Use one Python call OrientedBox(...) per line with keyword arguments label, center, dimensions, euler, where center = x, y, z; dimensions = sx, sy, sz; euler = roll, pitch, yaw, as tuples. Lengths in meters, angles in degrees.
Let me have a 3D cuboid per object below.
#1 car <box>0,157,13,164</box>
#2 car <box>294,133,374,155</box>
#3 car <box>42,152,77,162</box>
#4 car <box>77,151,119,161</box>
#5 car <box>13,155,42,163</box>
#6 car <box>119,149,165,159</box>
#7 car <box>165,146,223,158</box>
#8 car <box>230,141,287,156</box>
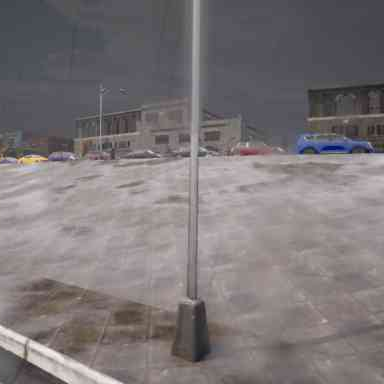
OrientedBox(label="car", center=(-23.767, -3.830, 43.443), dimensions=(4.674, 1.452, 2.002), euler=(1, 1, 33))
OrientedBox(label="car", center=(10.644, -3.342, 25.192), dimensions=(5.566, 2.045, 2.435), euler=(2, 1, 24))
OrientedBox(label="car", center=(-14.277, -3.792, 37.737), dimensions=(4.553, 1.767, 2.185), euler=(1, 1, 30))
OrientedBox(label="car", center=(-9.273, -3.532, 34.957), dimensions=(4.792, 1.488, 2.163), euler=(1, 1, 29))
OrientedBox(label="car", center=(-19.043, -3.768, 40.533), dimensions=(5.008, 1.535, 2.097), euler=(1, 1, 32))
OrientedBox(label="car", center=(-4.399, -3.420, 32.370), dimensions=(4.674, 1.452, 2.002), euler=(1, 1, 28))
OrientedBox(label="car", center=(0.443, -3.358, 29.932), dimensions=(4.892, 1.521, 2.231), euler=(1, 1, 27))
OrientedBox(label="car", center=(5.534, -3.361, 27.510), dimensions=(4.553, 1.767, 2.185), euler=(1, 1, 25))
